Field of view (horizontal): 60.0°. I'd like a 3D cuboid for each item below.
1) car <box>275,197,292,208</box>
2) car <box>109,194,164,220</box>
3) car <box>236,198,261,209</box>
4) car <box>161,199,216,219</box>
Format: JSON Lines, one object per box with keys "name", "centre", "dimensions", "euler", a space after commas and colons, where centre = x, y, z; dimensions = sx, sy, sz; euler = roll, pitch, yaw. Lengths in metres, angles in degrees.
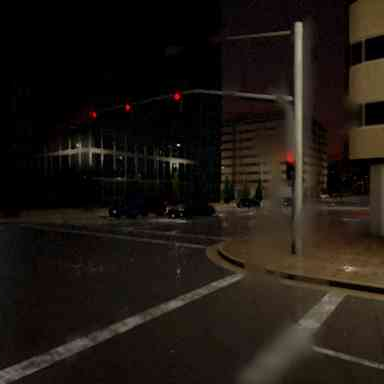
{"name": "car", "centre": [13.288, 1.492, 46.795], "dimensions": [1.837, 1.490, 4.892], "euler": [0, 0, 37]}
{"name": "car", "centre": [-4.496, 1.203, 28.584], "dimensions": [2.150, 2.045, 5.566], "euler": [0, 0, 36]}
{"name": "car", "centre": [7.777, 1.508, 45.241], "dimensions": [1.812, 1.442, 4.674], "euler": [0, 0, 37]}
{"name": "car", "centre": [0.057, 1.532, 28.868], "dimensions": [2.033, 1.411, 5.357], "euler": [0, 0, 36]}
